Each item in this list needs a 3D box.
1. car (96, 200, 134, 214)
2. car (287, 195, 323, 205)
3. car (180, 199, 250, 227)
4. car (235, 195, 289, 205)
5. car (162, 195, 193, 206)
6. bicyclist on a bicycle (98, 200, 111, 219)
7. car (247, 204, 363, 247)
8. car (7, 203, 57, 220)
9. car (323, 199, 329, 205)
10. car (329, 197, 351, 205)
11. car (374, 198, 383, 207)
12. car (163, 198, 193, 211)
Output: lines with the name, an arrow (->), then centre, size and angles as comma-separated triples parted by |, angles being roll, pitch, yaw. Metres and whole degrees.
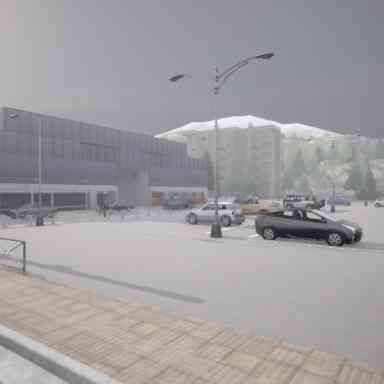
car -> -8.862, 1.668, 38.638 | 2.128, 1.511, 4.902 | 0, 0, 35
car -> 12.324, 1.269, 37.800 | 3.866, 1.878, 1.905 | 0, 0, 35
car -> 1.469, 1.424, 21.946 | 3.806, 1.475, 1.970 | 0, 0, 35
car -> 4.920, 1.345, 27.366 | 5.027, 1.636, 2.152 | 0, 0, 35
car -> -1.915, 1.399, 48.383 | 2.150, 2.045, 5.566 | 0, 0, 36
bicyclist on a bicycle -> -7.368, 1.477, 27.820 | 1.656, 1.620, 0.582 | 0, 0, 35
car -> 5.098, 1.490, 14.879 | 4.514, 1.523, 2.007 | 0, 0, 35
car -> -14.615, 1.740, 30.538 | 1.994, 1.385, 4.181 | 0, 0, 35
car -> 13.669, 1.289, 40.409 | 4.605, 1.855, 1.932 | 0, 0, 35
car -> 24.536, 1.565, 55.484 | 3.633, 1.501, 1.845 | 0, 0, 35
car -> 28.863, 1.576, 48.759 | 3.806, 1.475, 1.970 | 0, 0, 35
car -> -1.155, 1.777, 43.106 | 1.895, 1.301, 4.718 | 0, 0, 35
